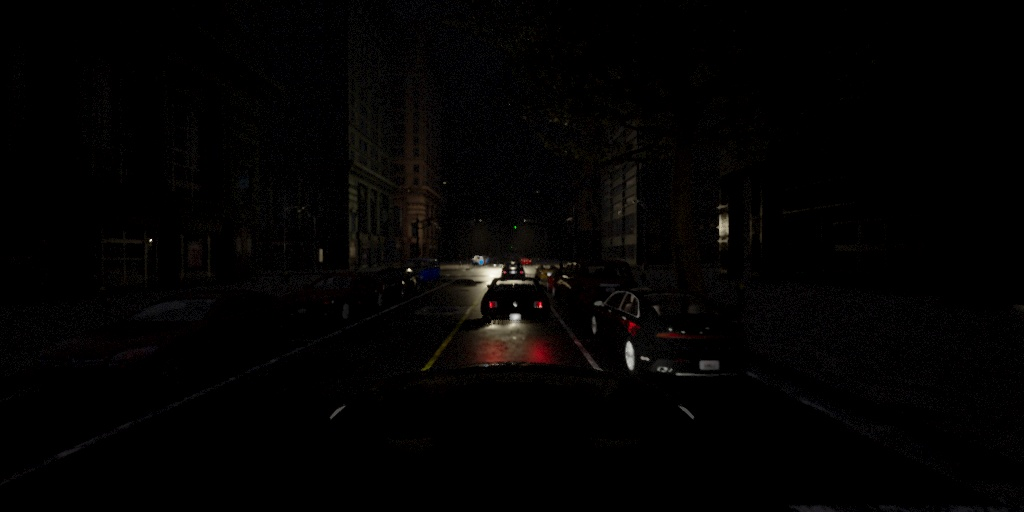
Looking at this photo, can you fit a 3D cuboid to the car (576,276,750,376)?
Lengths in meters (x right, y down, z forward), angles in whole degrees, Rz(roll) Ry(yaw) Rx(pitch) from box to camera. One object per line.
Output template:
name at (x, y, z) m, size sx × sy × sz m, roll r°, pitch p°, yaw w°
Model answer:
car at (2.758, 1.281, 7.193) m, size 2.007 × 1.370 × 4.403 m, roll 0°, pitch 0°, yaw 0°

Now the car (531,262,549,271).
car at (2.748, 1.188, 28.521) m, size 1.751 × 1.417 × 4.829 m, roll 0°, pitch 0°, yaw 0°

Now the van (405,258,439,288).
van at (-5.779, 1.020, 22.947) m, size 1.690 × 1.789 × 3.998 m, roll 0°, pitch 0°, yaw 0°

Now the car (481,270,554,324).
car at (0.093, 1.316, 11.756) m, size 1.895 × 1.301 × 4.718 m, roll 0°, pitch 0°, yaw 0°

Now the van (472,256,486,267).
van at (-5.822, 0.913, 60.931) m, size 1.690 × 1.789 × 3.998 m, roll 0°, pitch 0°, yaw 0°

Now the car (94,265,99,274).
car at (-47.679, 1.785, 40.258) m, size 4.553 × 1.767 × 2.097 m, roll -1°, pitch 0°, yaw 1°

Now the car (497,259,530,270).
car at (0.080, 1.210, 28.312) m, size 2.033 × 1.411 × 5.357 m, roll 0°, pitch 0°, yaw 0°

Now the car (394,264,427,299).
car at (-5.775, 1.262, 17.534) m, size 1.948 × 1.339 × 4.313 m, roll 0°, pitch 0°, yaw 0°

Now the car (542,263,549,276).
car at (2.750, 1.241, 17.771) m, size 1.888 × 1.381 × 4.507 m, roll 0°, pitch 0°, yaw 0°

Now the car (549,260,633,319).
car at (2.754, 1.027, 12.482) m, size 2.192 × 1.841 × 5.009 m, roll 0°, pitch 0°, yaw 0°

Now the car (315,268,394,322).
car at (-5.770, 1.259, 12.121) m, size 1.888 × 1.381 × 4.507 m, roll 0°, pitch 0°, yaw 0°

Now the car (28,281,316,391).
car at (-5.766, 1.314, 6.707) m, size 1.802 × 1.307 × 4.207 m, roll 0°, pitch 0°, yaw 0°
